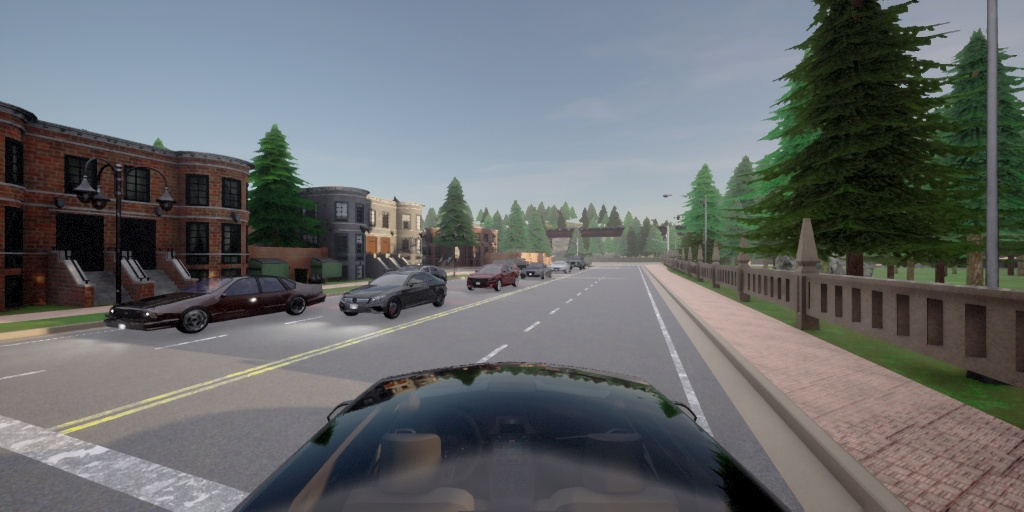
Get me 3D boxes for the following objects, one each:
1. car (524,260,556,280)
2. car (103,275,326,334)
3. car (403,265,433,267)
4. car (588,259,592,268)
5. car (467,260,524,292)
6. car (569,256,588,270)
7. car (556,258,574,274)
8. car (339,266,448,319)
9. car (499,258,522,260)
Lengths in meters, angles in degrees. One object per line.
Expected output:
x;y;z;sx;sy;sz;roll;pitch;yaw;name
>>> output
2.189;1.314;31.430;1.994;1.385;4.181;0;0;20;car
-8.459;1.297;11.082;2.033;1.411;5.357;0;0;19;car
-5.403;1.241;20.054;2.128;1.511;4.902;0;0;18;car
12.766;1.254;62.369;1.837;1.490;4.892;0;0;19;car
-1.052;1.228;21.953;1.882;1.535;5.008;0;0;19;car
9.319;0.971;52.345;2.150;2.045;5.566;0;0;19;car
5.554;1.275;41.321;1.812;1.442;4.674;0;0;19;car
-4.063;1.276;13.123;1.812;1.442;4.674;0;0;19;car
-1.048;1.101;32.813;2.097;1.767;4.553;0;0;19;car
